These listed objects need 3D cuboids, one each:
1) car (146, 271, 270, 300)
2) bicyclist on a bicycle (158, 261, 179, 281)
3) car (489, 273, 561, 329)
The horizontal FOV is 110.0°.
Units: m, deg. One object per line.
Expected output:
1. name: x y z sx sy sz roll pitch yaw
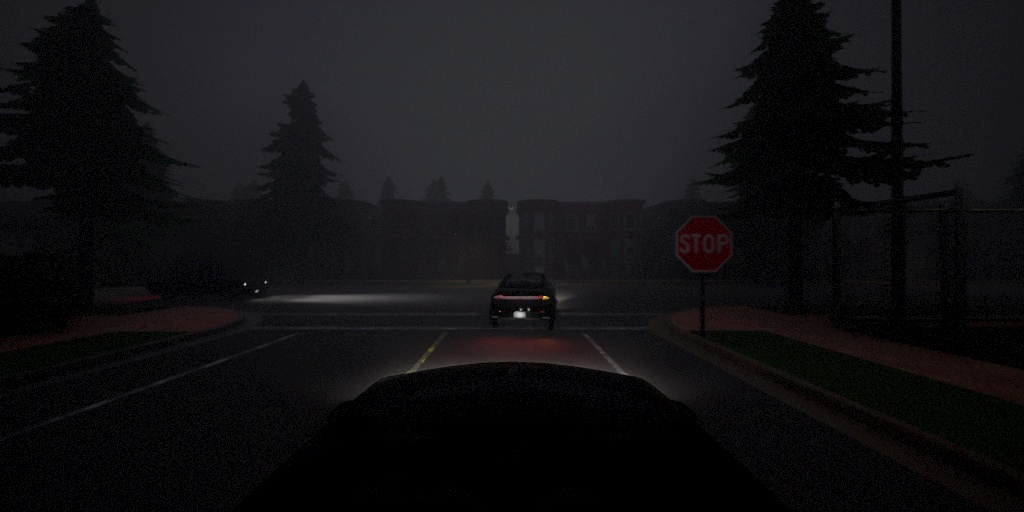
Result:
1. car: -14.701 1.411 17.581 4.718 1.301 1.895 0 0 0
2. bicyclist on a bicycle: -25.344 1.157 26.508 0.582 1.620 1.656 0 0 0
3. car: 0.518 1.289 11.569 2.128 1.511 4.902 0 0 7
